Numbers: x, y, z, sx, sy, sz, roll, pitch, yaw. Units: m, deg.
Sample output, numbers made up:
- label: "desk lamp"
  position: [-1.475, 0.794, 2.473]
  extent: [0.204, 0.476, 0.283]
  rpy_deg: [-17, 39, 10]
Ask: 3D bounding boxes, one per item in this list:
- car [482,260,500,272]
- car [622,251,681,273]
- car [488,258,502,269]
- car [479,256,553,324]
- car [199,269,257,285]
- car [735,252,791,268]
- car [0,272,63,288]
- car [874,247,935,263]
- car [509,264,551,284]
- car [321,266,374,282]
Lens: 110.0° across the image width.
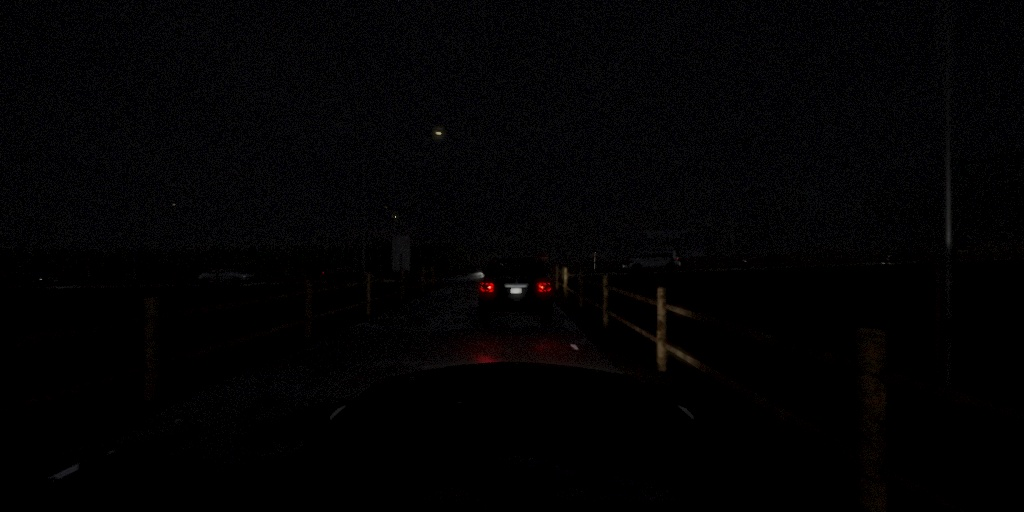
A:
- label: "car"
  position: [-2.767, 1.348, 48.876]
  extent: [2.128, 1.511, 4.902]
  rpy_deg: [0, 0, 0]
- label: "car"
  position: [14.106, 0.605, 36.433]
  extent: [5.566, 2.045, 2.150]
  rpy_deg: [-2, -2, 0]
- label: "car"
  position: [-2.722, 1.224, 60.007]
  extent: [2.097, 1.767, 4.553]
  rpy_deg: [0, 0, 0]
- label: "car"
  position: [0.115, 1.011, 12.254]
  extent: [2.150, 2.045, 5.566]
  rpy_deg: [0, 0, 0]
- label: "car"
  position: [-26.516, 1.916, 33.513]
  extent: [4.674, 1.442, 1.812]
  rpy_deg: [-1, -2, 0]
- label: "car"
  position: [25.398, 0.428, 36.411]
  extent: [5.008, 1.535, 1.882]
  rpy_deg: [-2, -2, 0]
- label: "car"
  position: [-45.196, 2.211, 33.584]
  extent: [4.902, 1.511, 2.128]
  rpy_deg: [-1, -2, 1]
- label: "car"
  position: [39.721, -0.132, 36.377]
  extent: [5.008, 1.535, 1.882]
  rpy_deg: [-3, -2, 0]
- label: "car"
  position: [1.561, 1.413, 29.239]
  extent: [1.895, 1.301, 4.718]
  rpy_deg: [-2, 0, 23]
- label: "car"
  position: [-15.329, 1.678, 33.498]
  extent: [4.674, 1.442, 1.812]
  rpy_deg: [-1, -2, 0]
